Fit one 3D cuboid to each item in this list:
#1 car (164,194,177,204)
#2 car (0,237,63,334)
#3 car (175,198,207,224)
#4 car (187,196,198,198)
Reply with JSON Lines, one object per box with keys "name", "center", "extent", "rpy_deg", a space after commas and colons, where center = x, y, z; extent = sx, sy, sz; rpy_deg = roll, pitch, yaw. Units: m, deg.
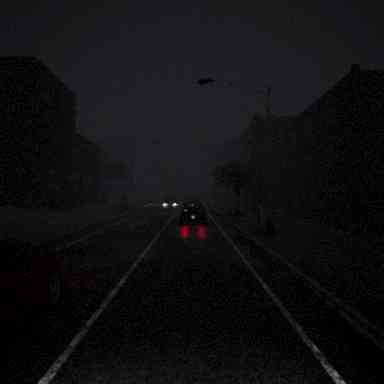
{"name": "car", "center": [-3.604, 1.069, 55.584], "extent": [1.882, 1.535, 5.008], "rpy_deg": [0, 1, 0]}
{"name": "car", "center": [-3.594, 1.527, 5.265], "extent": [1.812, 1.442, 4.674], "rpy_deg": [0, 0, 0]}
{"name": "car", "center": [0.075, 1.471, 24.929], "extent": [2.128, 1.511, 4.902], "rpy_deg": [0, 0, 0]}
{"name": "car", "center": [0.050, 1.317, 42.870], "extent": [1.837, 1.490, 4.892], "rpy_deg": [0, 1, 0]}
